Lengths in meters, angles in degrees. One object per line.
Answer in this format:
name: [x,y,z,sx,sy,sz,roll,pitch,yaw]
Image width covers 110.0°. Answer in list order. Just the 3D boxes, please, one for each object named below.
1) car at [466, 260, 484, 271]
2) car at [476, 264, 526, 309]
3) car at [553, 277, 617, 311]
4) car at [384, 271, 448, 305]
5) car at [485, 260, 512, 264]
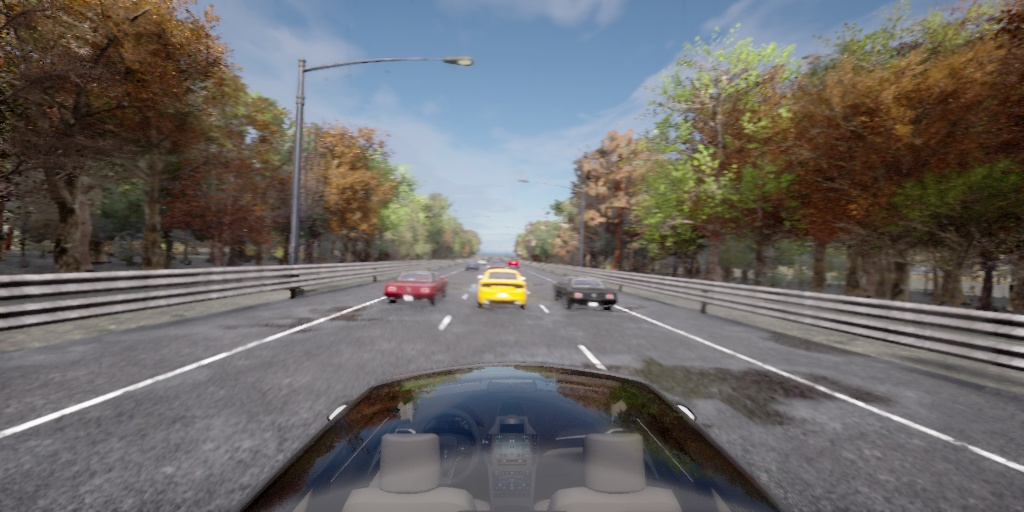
car: [-5.699,1.441,52.661,2.033,1.411,5.357,2,0,-3]
car: [-0.461,1.316,15.823,1.882,1.535,5.008,2,0,-3]
car: [3.027,1.576,15.967,1.895,1.301,4.718,2,0,-3]
car: [-3.960,1.300,15.640,1.895,1.301,4.718,2,0,-3]
car: [-1.357,1.419,34.869,1.882,1.535,5.008,2,0,-3]
